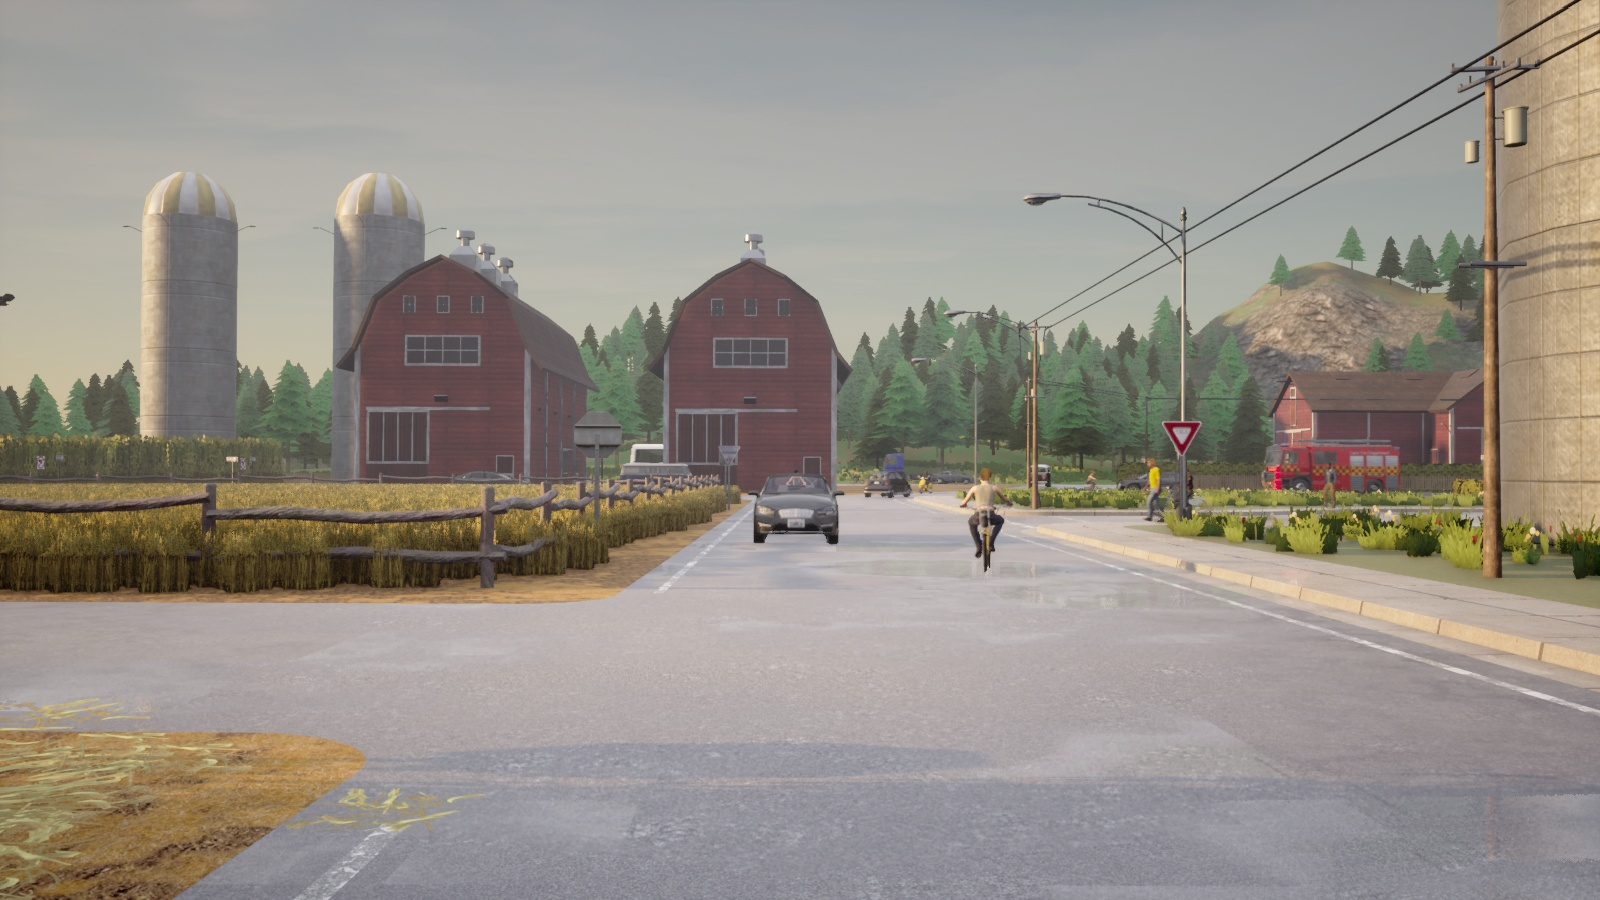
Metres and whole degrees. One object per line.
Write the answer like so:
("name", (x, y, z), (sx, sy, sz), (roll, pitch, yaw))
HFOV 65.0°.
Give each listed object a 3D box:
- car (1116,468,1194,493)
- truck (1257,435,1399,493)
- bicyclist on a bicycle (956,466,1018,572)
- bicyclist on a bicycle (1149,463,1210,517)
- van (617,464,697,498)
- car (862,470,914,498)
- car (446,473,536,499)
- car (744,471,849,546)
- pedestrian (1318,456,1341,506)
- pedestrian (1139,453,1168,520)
("car", (24.240, 2.085, 85.906), (4.856, 1.649, 2.033), (0, -1, 4))
("truck", (35.982, 0.941, 85.808), (8.468, 3.827, 2.891), (0, -1, 0))
("bicyclist on a bicycle", (3.002, 1.075, 20.048), (0.866, 1.612, 1.509), (-2, -1, 11))
("bicyclist on a bicycle", (12.664, 1.336, 41.908), (1.843, 1.776, 0.659), (0, -1, -1))
("van", (-8.452, 1.845, 74.290), (4.442, 1.987, 1.775), (0, -1, 4))
("car", (5.177, 1.974, 73.435), (1.789, 1.549, 3.705), (-1, -1, 26))
("car", (-18.199, 2.132, 74.039), (4.892, 1.490, 1.837), (0, -1, -3))
("car", (-0.075, 1.242, 28.128), (2.128, 1.511, 4.902), (0, -1, 0))
("pedestrian", (20.625, 1.207, 48.943), (0.788, 1.949, 0.423), (0, -1, -32))
("pedestrian", (9.849, 1.017, 35.013), (0.706, 1.836, 0.354), (0, -1, 0))
